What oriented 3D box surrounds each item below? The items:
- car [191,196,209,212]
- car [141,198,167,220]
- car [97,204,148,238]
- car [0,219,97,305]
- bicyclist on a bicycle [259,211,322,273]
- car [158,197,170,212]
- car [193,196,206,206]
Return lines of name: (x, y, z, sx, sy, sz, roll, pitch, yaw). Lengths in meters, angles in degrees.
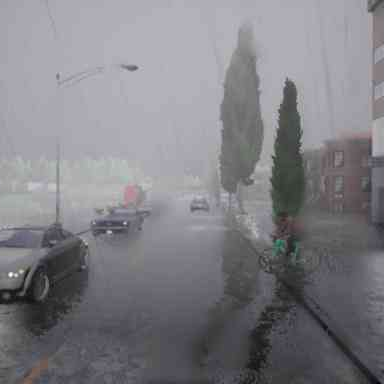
car: (0.857, 1.386, 36.736, 1.994, 1.385, 4.181, 0, 0, 1)
car: (-3.440, 1.435, 26.828, 1.994, 1.385, 4.181, 0, 0, 1)
car: (-3.745, 1.515, 17.432, 1.895, 1.301, 4.718, 0, 0, 1)
car: (-3.956, 1.524, 7.896, 1.994, 1.385, 4.181, 0, 0, 1)
bicyclist on a bicycle: (2.547, 1.319, 8.682, 1.656, 1.620, 0.582, -2, 1, 2)
car: (-3.325, 1.339, 33.829, 1.837, 1.490, 4.892, 0, 0, 2)
car: (1.118, 1.287, 49.452, 1.812, 1.442, 4.674, 0, 0, 2)
